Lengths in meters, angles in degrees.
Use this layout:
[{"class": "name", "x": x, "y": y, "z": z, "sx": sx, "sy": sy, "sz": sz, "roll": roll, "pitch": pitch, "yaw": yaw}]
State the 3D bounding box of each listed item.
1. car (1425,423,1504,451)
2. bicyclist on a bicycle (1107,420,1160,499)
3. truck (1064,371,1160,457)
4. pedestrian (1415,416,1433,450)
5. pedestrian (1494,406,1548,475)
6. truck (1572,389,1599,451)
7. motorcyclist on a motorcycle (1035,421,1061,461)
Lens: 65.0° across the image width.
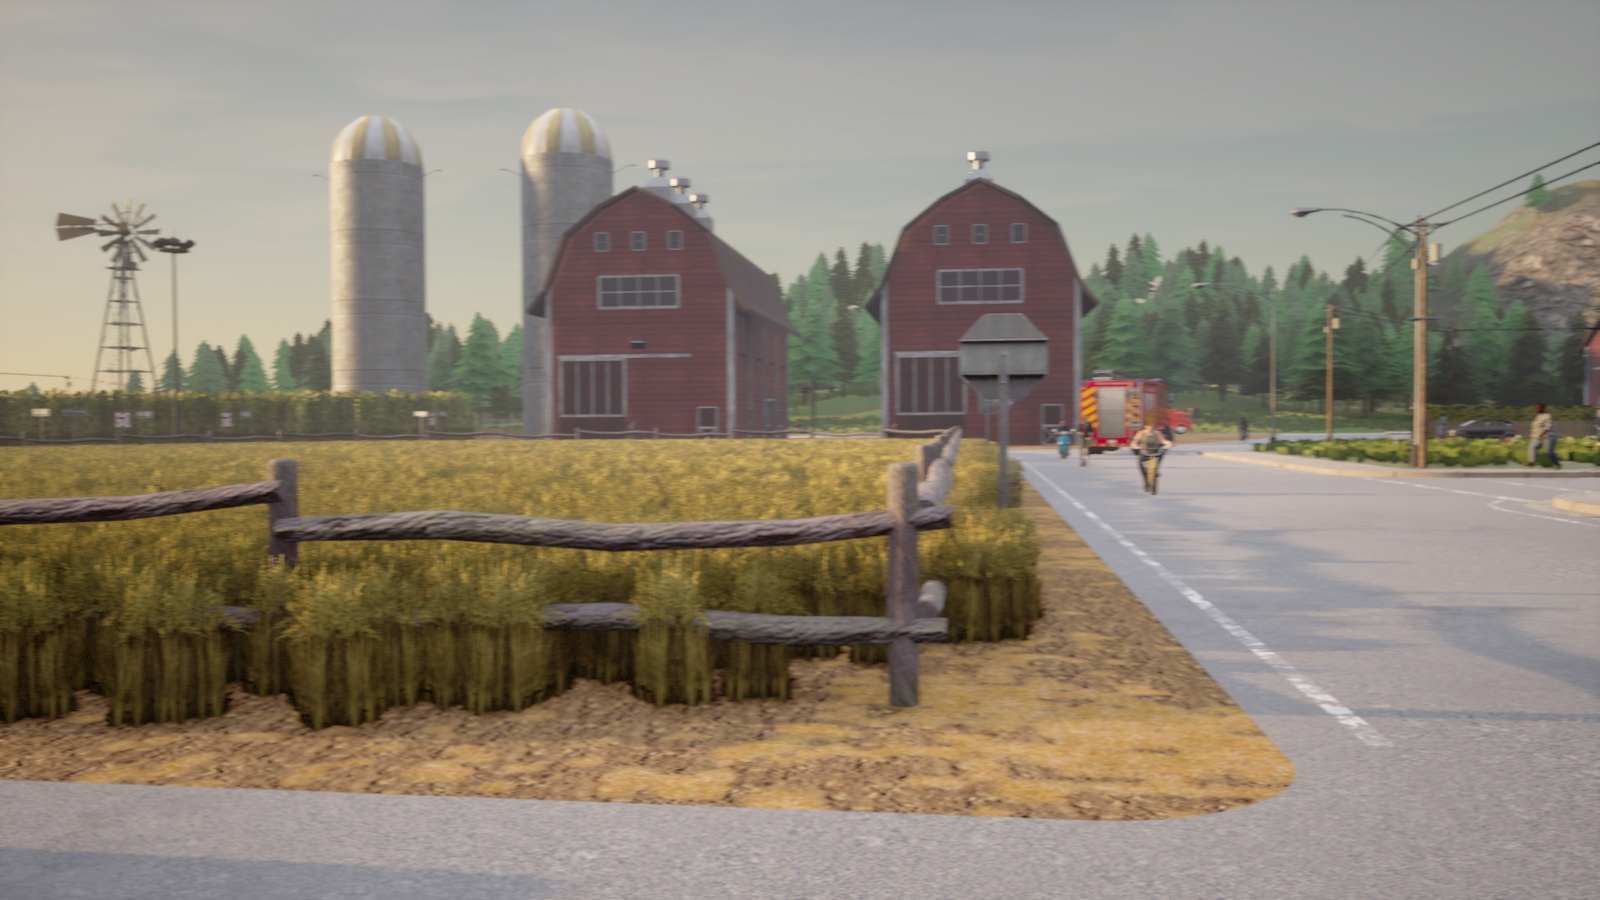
[{"class": "car", "x": 38.111, "y": -0.773, "z": 72.142, "sx": 3.705, "sy": 1.549, "sz": 1.789, "roll": 1, "pitch": 1, "yaw": 16}, {"class": "bicyclist on a bicycle", "x": 6.974, "y": 0.175, "z": 26.316, "sx": 0.866, "sy": 1.612, "sz": 1.509, "roll": 0, "pitch": 1, "yaw": 7}, {"class": "truck", "x": 15.013, "y": -1.688, "z": 59.924, "sx": 2.891, "sy": 3.827, "sz": 8.468, "roll": 0, "pitch": 1, "yaw": 25}, {"class": "pedestrian", "x": 36.833, "y": -1.012, "z": 74.113, "sx": 0.873, "sy": 1.952, "sz": 0.659, "roll": 1, "pitch": 1, "yaw": 24}, {"class": "pedestrian", "x": 19.564, "y": -0.263, "z": 34.088, "sx": 0.900, "sy": 1.855, "sz": 0.874, "roll": 0, "pitch": 1, "yaw": -5}, {"class": "truck", "x": 48.341, "y": -1.681, "z": 70.527, "sx": 7.936, "sy": 3.462, "sz": 2.891, "roll": 0, "pitch": 1, "yaw": 7}, {"class": "motorcyclist on a motorcycle", "x": 10.084, "y": -0.364, "z": 51.098, "sx": 0.866, "sy": 1.590, "sz": 1.817, "roll": 0, "pitch": 1, "yaw": 7}]
